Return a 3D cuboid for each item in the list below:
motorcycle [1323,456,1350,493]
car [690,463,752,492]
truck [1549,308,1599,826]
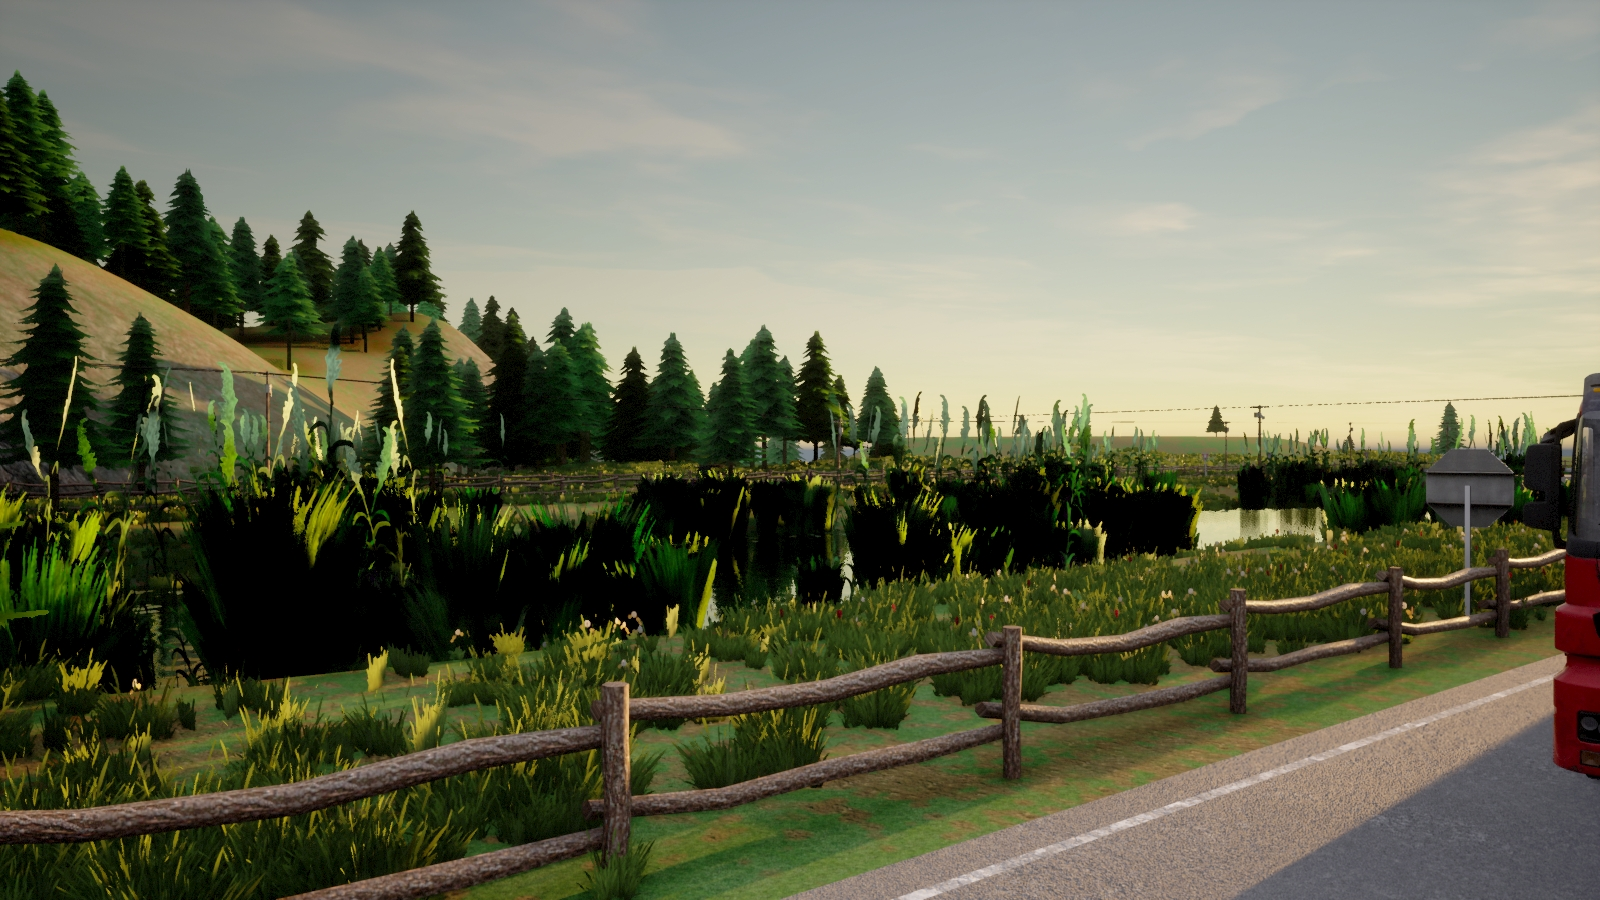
[{"bbox_3d":[34.978,1.577,74.473,2.033,2.348,0.803,0,0,-39],"label":"motorcycle"},{"bbox_3d":[-5.416,1.857,78.568,3.866,1.878,1.905,0,0,-42],"label":"car"},{"bbox_3d":[9.509,0.862,10.945,2.891,3.827,8.468,0,0,40],"label":"truck"}]
